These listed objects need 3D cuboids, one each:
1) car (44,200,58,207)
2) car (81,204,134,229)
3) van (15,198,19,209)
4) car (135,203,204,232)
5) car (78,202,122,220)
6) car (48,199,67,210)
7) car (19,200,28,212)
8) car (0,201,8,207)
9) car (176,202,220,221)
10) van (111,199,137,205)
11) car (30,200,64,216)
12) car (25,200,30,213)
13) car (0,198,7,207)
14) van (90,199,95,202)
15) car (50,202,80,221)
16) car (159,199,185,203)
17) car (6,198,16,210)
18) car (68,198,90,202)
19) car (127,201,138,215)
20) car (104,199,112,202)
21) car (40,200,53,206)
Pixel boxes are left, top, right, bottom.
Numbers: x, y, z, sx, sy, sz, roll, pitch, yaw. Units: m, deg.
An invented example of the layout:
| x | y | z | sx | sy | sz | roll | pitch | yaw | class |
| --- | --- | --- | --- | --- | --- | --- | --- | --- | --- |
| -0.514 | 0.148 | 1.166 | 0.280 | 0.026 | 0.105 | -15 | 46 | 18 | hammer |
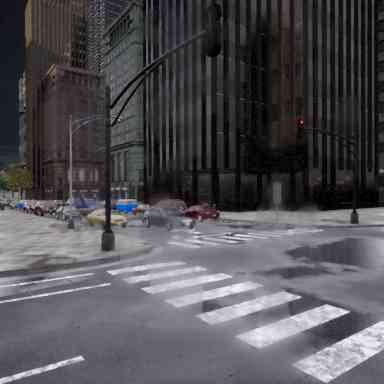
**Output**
| x | y | z | sx | sy | sz | roll | pitch | yaw | class |
| --- | --- | --- | --- | --- | --- | --- | --- | --- | --- |
| -31.720 | 2.594 | 74.930 | 1.947 | 1.339 | 4.313 | -1 | 0 | -35 | car |
| -6.286 | 1.843 | 24.371 | 1.752 | 1.417 | 4.829 | -1 | 0 | -35 | car |
| -26.185 | 2.122 | 52.398 | 1.690 | 1.788 | 3.998 | -1 | 0 | -35 | van |
| -1.648 | 1.739 | 22.399 | 2.128 | 1.511 | 4.902 | 0 | -1 | -34 | car |
| -9.341 | 1.977 | 33.300 | 2.033 | 1.411 | 5.357 | 0 | -1 | -35 | car |
| -24.062 | 2.169 | 59.563 | 2.097 | 1.767 | 4.553 | 0 | -1 | -35 | car |
| -23.355 | 2.156 | 48.413 | 1.967 | 1.590 | 4.097 | -1 | 0 | -35 | car |
| -44.391 | 2.770 | 78.051 | 1.802 | 1.307 | 4.206 | -1 | 0 | -35 | car |
| 0.576 | 1.828 | 29.437 | 1.887 | 1.381 | 4.507 | -1 | 0 | -35 | car |
| -8.249 | 1.831 | 41.892 | 1.690 | 1.788 | 3.998 | -1 | 0 | -35 | van |
| -17.702 | 1.900 | 40.446 | 2.192 | 1.841 | 5.009 | -1 | 0 | -35 | car |
| -20.525 | 2.195 | 44.430 | 1.887 | 1.381 | 4.507 | -1 | 0 | -35 | car |
| -41.279 | 2.666 | 73.667 | 1.887 | 1.381 | 4.507 | -1 | 0 | -35 | car |
| -17.068 | 2.036 | 54.346 | 1.690 | 1.788 | 3.998 | -1 | 0 | -35 | van |
| -12.040 | 2.003 | 32.477 | 2.008 | 1.369 | 4.403 | -1 | 0 | -35 | car |
| -2.369 | 1.667 | 33.589 | 2.192 | 1.841 | 5.009 | -1 | 0 | -35 | car |
| -31.943 | 2.353 | 60.511 | 1.967 | 1.590 | 4.097 | -1 | 0 | -35 | car |
| -17.904 | 1.897 | 50.879 | 2.150 | 2.045 | 5.566 | 0 | -1 | -35 | car |
| -5.303 | 2.003 | 37.740 | 1.802 | 1.307 | 4.206 | -1 | 0 | -35 | car |
| -11.189 | 1.874 | 46.043 | 2.192 | 1.841 | 5.009 | -1 | 0 | -35 | car |
| -34.732 | 2.659 | 79.173 | 1.947 | 1.339 | 4.313 | -1 | 0 | -35 | car |
